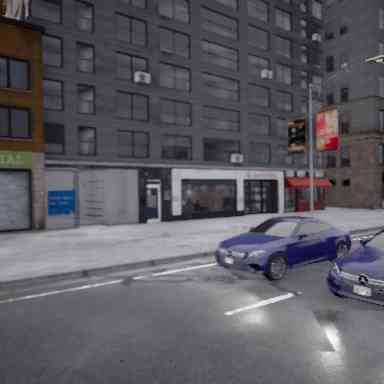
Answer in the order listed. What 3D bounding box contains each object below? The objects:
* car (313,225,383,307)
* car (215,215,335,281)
[{"bbox_3d":[4.861,1.440,7.142,4.674,1.442,1.812,-1,0,-35],"label":"car"},{"bbox_3d":[2.824,1.442,9.685,4.674,1.442,1.812,0,0,-35],"label":"car"}]
